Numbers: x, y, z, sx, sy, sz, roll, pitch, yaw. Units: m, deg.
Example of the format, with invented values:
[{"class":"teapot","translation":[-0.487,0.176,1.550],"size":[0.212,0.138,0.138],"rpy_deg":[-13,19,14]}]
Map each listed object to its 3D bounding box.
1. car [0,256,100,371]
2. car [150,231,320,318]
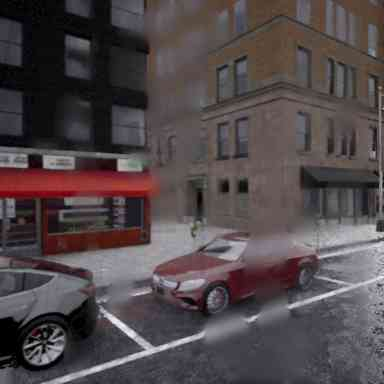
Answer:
[{"class":"car","translation":[-3.350,1.580,4.137],"size":[4.313,1.339,1.947],"rpy_deg":[0,0,-36]},{"class":"car","translation":[1.122,1.572,7.341],"size":[4.206,1.307,1.802],"rpy_deg":[0,0,-36]}]
